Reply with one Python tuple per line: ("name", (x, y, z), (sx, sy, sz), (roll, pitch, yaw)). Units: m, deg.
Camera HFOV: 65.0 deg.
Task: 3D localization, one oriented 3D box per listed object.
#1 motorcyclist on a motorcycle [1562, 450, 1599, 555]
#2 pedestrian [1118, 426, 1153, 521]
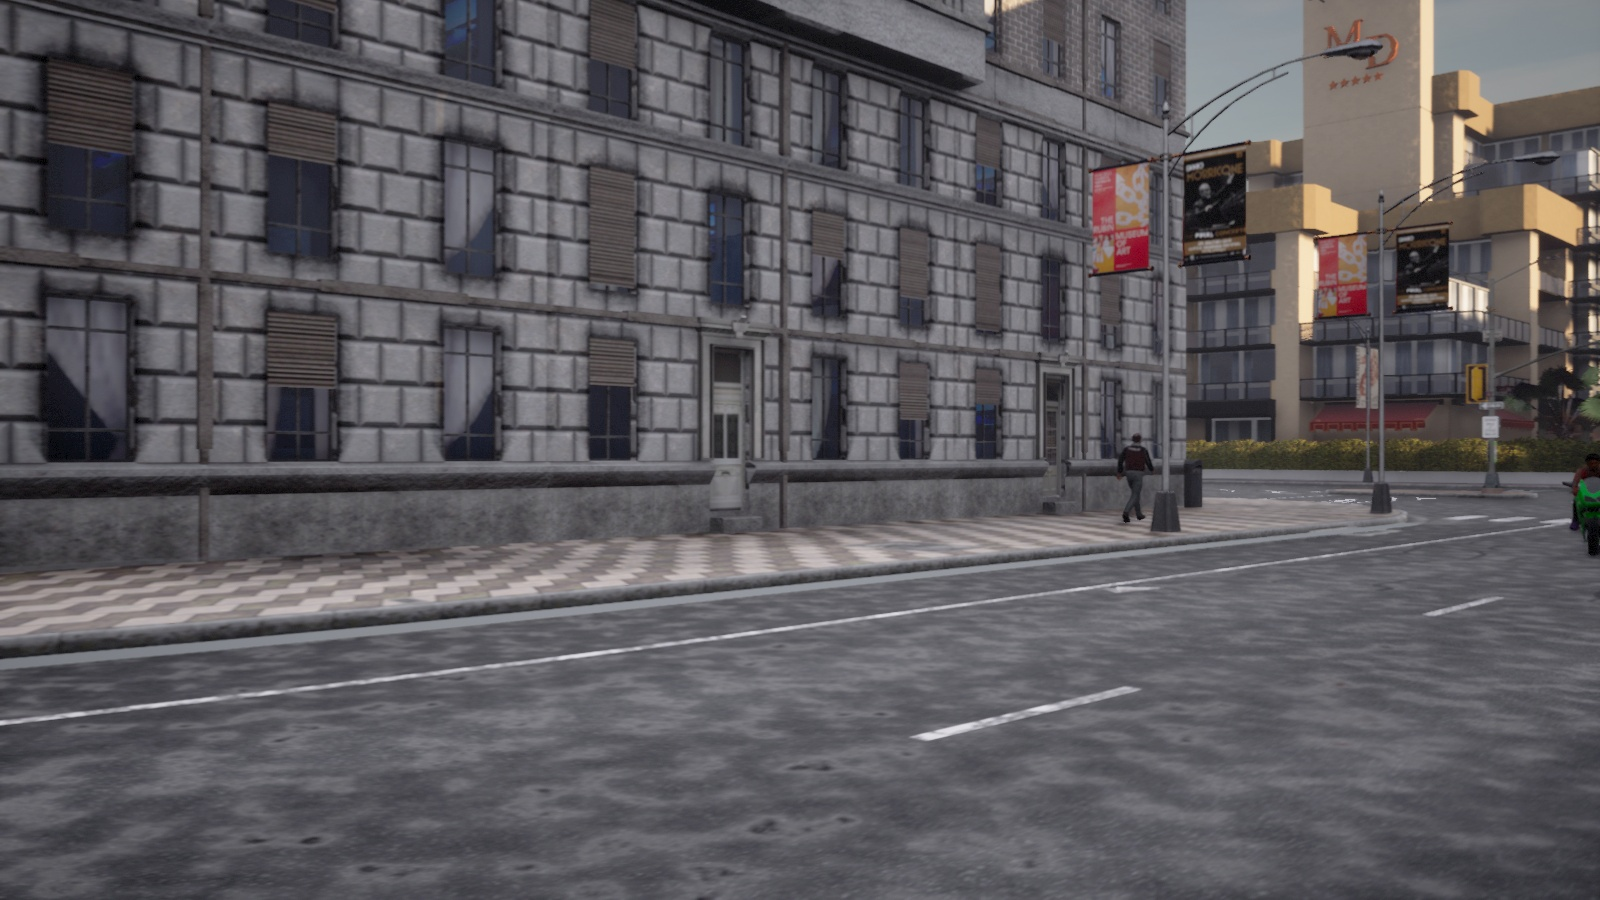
("motorcyclist on a motorcycle", (12.005, 0.757, 18.980), (0.797, 1.523, 2.044), (0, 0, 32))
("pedestrian", (6.681, 0.466, 24.986), (0.376, 1.854, 0.720), (0, 0, 44))
